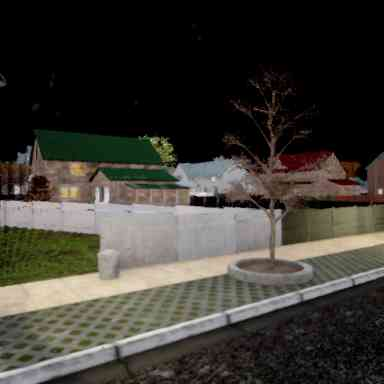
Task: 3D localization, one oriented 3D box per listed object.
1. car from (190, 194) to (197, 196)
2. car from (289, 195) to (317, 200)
[{"bbox_3d":[-0.485,1.024,54.741,1.812,1.442,4.674,0,1,-33],"label":"car"},{"bbox_3d":[11.290,1.123,32.257,2.097,1.767,4.553,0,1,-34],"label":"car"}]
